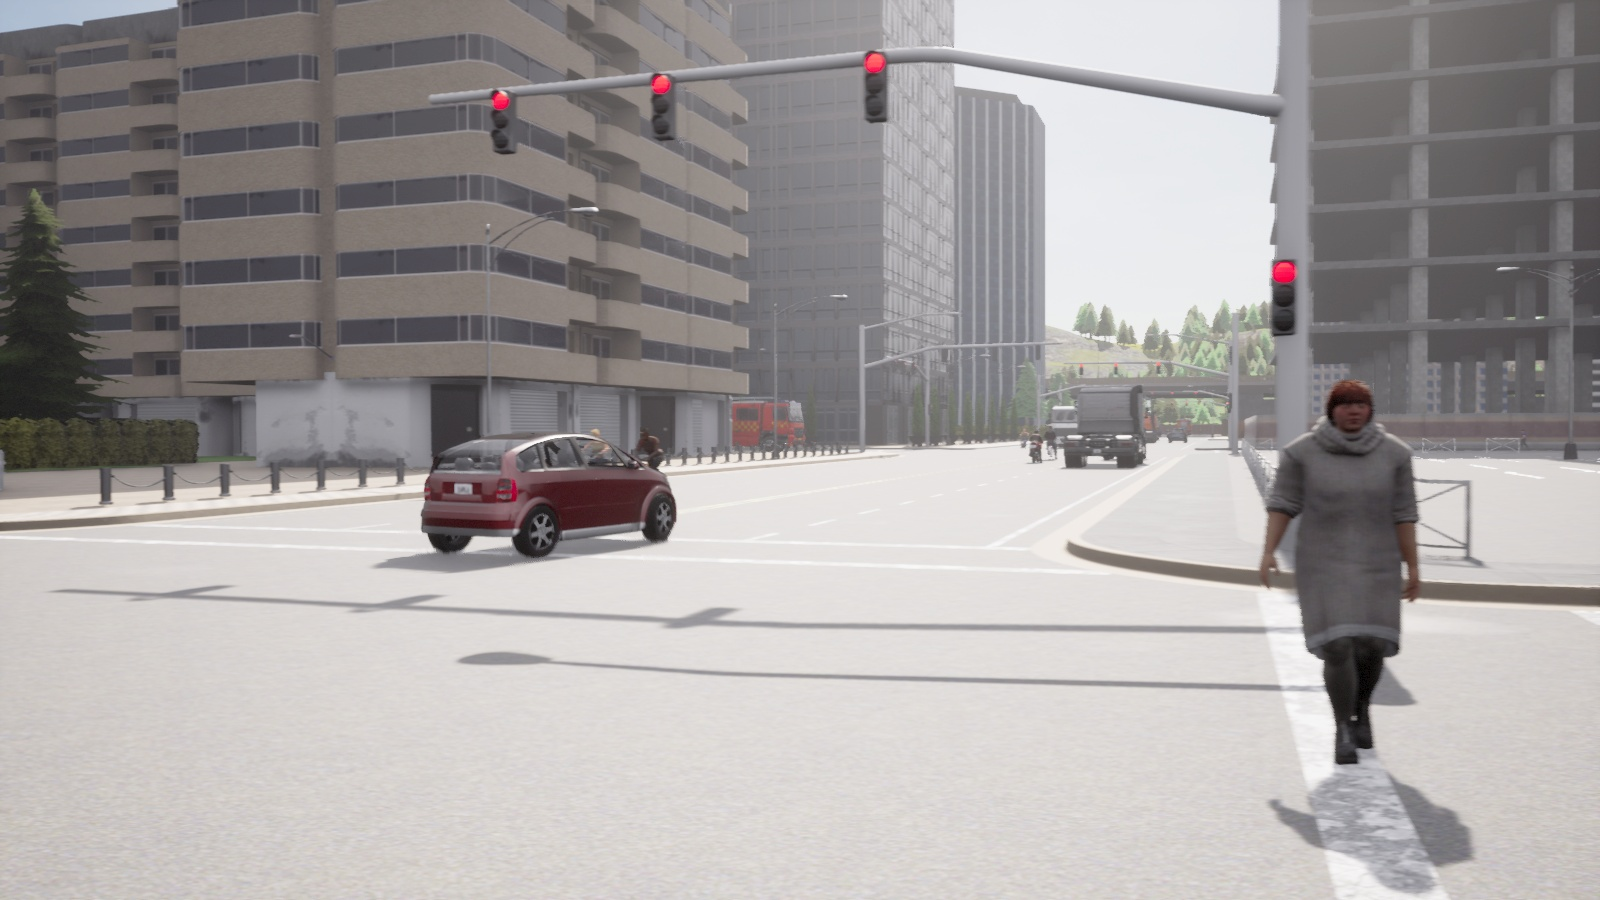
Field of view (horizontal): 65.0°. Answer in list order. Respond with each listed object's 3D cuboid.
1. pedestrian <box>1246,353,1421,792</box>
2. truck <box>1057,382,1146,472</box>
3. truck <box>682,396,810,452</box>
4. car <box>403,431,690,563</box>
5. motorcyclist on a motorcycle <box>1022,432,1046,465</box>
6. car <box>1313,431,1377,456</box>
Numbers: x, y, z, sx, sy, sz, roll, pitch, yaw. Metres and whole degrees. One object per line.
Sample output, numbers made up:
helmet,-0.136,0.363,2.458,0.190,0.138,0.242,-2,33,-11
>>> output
pedestrian,2.546,0.537,6.077,0.659,1.952,0.873,0,1,16
truck,12.802,-0.955,52.861,2.891,3.462,7.936,1,1,19
truck,-3.756,-1.806,87.271,8.468,3.827,2.891,1,1,19
car,-3.285,0.522,16.921,1.789,1.549,3.705,1,1,30
motorcyclist on a motorcycle,10.810,-0.079,57.931,0.797,1.523,2.044,1,1,19
car,35.501,-0.430,81.919,3.705,1.549,1.789,1,1,19
